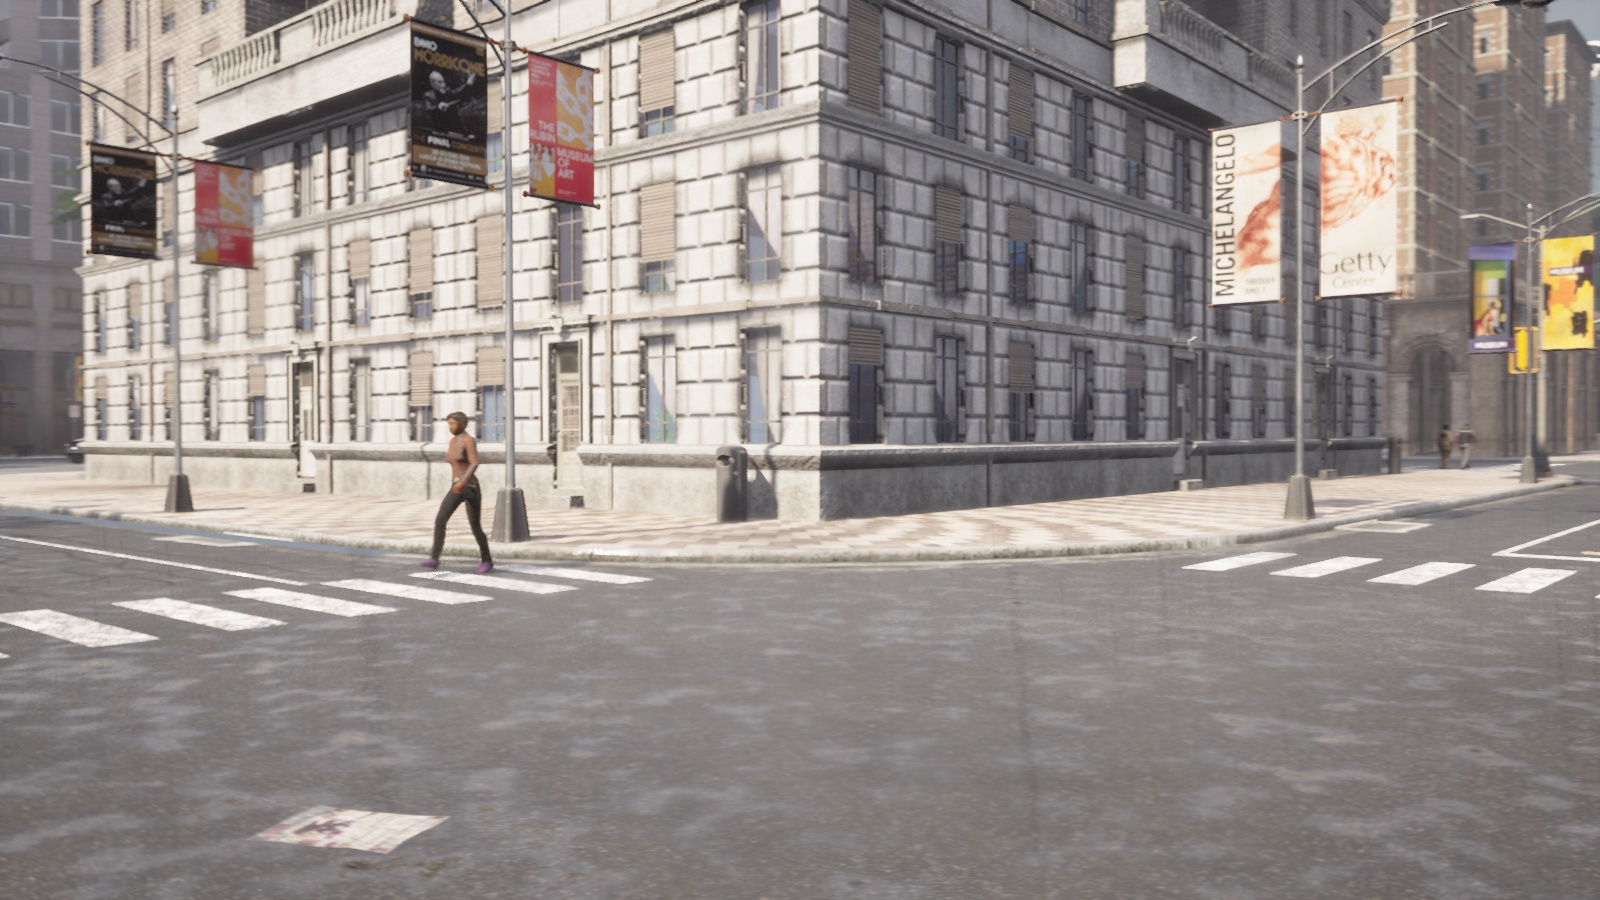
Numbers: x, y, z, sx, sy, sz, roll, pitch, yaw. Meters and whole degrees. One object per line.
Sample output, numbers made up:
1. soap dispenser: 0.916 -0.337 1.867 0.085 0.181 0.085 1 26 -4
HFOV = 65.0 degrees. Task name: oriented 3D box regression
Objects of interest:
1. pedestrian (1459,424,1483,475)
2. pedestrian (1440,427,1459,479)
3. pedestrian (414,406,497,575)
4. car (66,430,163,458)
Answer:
1. pedestrian: 25.012 -0.023 46.791 0.563 1.883 0.849 1 1 45
2. pedestrian: 24.310 0.100 46.999 0.692 1.930 0.396 -1 1 -44
3. pedestrian: -3.801 0.427 13.888 0.328 1.805 0.869 1 1 38
4. car: -38.465 -0.364 70.608 2.007 1.525 4.514 1 1 23
